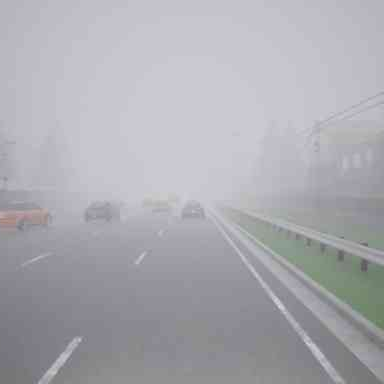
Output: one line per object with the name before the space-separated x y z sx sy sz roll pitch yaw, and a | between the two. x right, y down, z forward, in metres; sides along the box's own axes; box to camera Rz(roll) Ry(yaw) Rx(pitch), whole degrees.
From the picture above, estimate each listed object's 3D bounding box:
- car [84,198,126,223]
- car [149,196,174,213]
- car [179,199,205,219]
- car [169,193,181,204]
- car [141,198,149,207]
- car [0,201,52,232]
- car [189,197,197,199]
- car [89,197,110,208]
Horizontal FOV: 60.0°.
car | -6.892 1.508 25.995 2.128 1.511 4.902 0 0 0
car | -3.391 1.501 37.929 1.882 1.535 5.008 0 0 0
car | 0.108 1.582 29.881 1.994 1.385 4.181 0 0 0
car | -3.384 1.260 63.380 2.150 2.045 5.566 0 0 0
car | -6.884 1.597 53.001 1.994 1.385 4.181 0 0 0
car | -10.394 1.364 20.350 2.097 1.767 4.553 0 0 0
car | 0.111 1.582 57.129 2.033 1.411 5.357 0 0 0
car | -13.884 1.556 50.147 1.812 1.442 4.674 0 0 0
